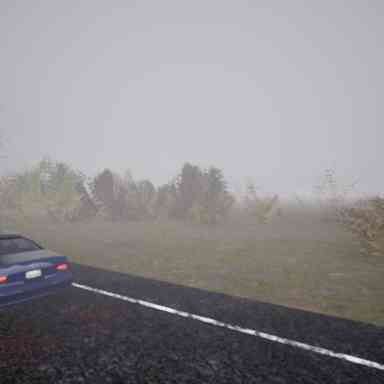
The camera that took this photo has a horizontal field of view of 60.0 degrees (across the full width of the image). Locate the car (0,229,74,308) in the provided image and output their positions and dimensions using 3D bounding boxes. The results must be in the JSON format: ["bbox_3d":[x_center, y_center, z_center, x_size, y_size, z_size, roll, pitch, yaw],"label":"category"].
[{"bbox_3d":[-4.942,1.557,7.589,5.357,1.411,2.033,0,0,36],"label":"car"}]
